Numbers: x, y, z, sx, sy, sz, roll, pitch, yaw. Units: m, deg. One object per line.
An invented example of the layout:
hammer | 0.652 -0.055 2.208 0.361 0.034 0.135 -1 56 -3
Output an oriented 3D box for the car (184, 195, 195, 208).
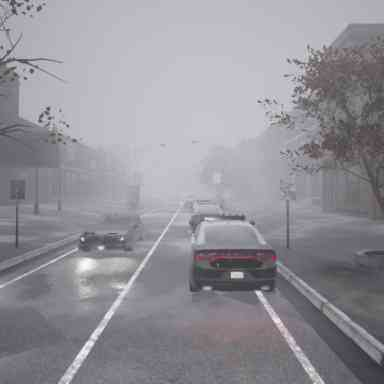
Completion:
car | -0.101 1.507 46.698 1.812 1.442 4.674 0 0 0

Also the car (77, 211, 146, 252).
car | -3.134 1.549 14.133 2.033 1.411 5.357 0 0 0

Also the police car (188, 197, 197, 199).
police car | 0.838 1.428 25.117 1.930 1.638 5.238 0 0 0

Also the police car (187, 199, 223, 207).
police car | 0.853 1.428 19.117 1.930 1.638 5.238 0 0 0

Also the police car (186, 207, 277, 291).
police car | 0.879 1.426 9.116 1.930 1.638 5.238 0 0 0

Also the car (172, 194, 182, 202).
car | -3.180 1.273 71.165 1.882 1.535 5.008 0 1 0

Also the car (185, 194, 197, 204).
car | -0.150 1.257 59.816 2.097 1.767 4.553 0 0 0
